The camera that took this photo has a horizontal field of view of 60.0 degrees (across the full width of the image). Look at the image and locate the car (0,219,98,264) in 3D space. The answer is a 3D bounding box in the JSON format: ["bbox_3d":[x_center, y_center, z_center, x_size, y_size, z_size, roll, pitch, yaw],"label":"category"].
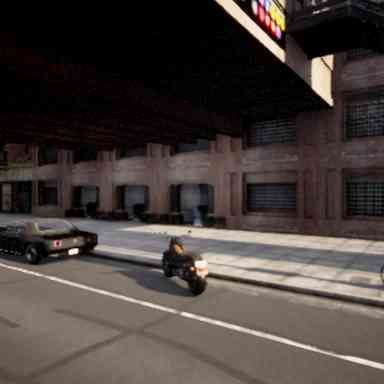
[{"bbox_3d":[-5.565,1.596,11.800,4.718,1.301,1.895,0,0,35],"label":"car"}]
